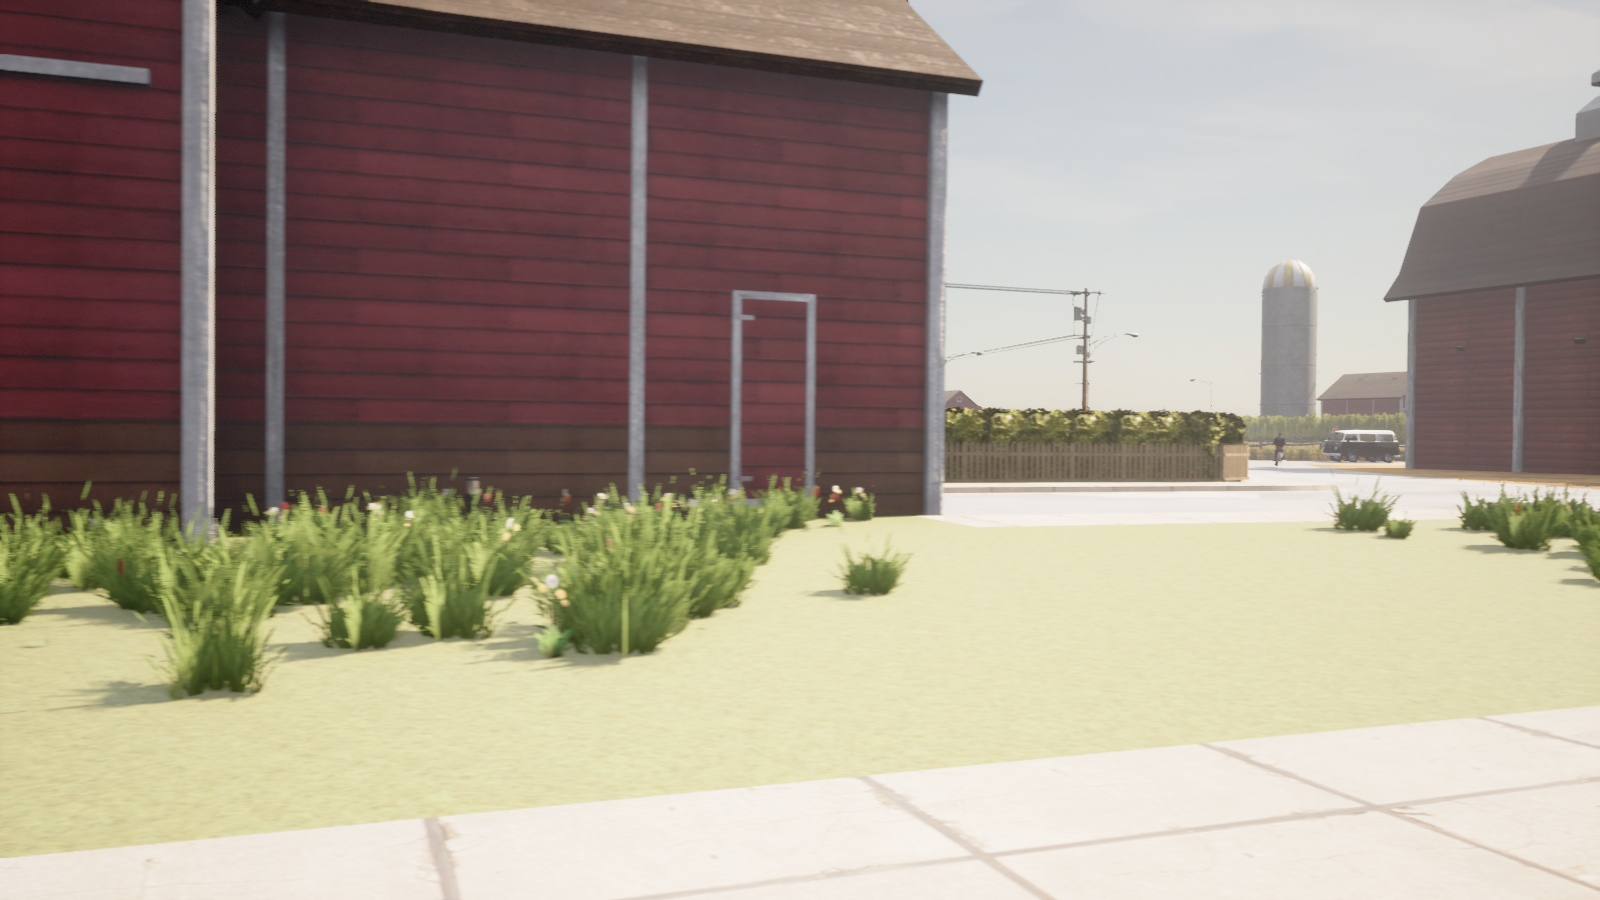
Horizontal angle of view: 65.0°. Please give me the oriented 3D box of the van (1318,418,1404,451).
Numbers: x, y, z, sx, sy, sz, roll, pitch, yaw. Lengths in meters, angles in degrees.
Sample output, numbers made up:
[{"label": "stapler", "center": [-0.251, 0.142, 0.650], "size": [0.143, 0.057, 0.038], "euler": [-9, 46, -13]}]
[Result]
[{"label": "van", "center": [34.829, -0.981, 77.963], "size": [4.480, 2.038, 2.069], "euler": [0, 1, -12]}]
